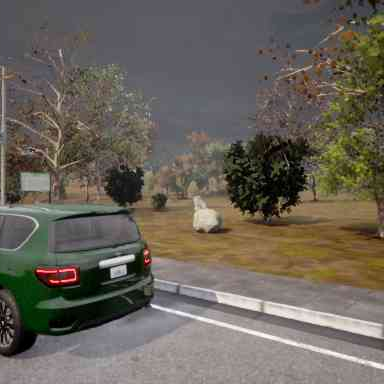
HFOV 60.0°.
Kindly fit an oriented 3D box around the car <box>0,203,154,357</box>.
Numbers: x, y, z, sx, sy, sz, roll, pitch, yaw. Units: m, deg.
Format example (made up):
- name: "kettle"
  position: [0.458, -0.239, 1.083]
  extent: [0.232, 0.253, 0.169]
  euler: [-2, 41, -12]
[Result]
- name: "car"
  position: [-3.230, 1.221, 6.279]
  extent: [5.566, 2.045, 2.150]
  euler: [0, 0, 35]
